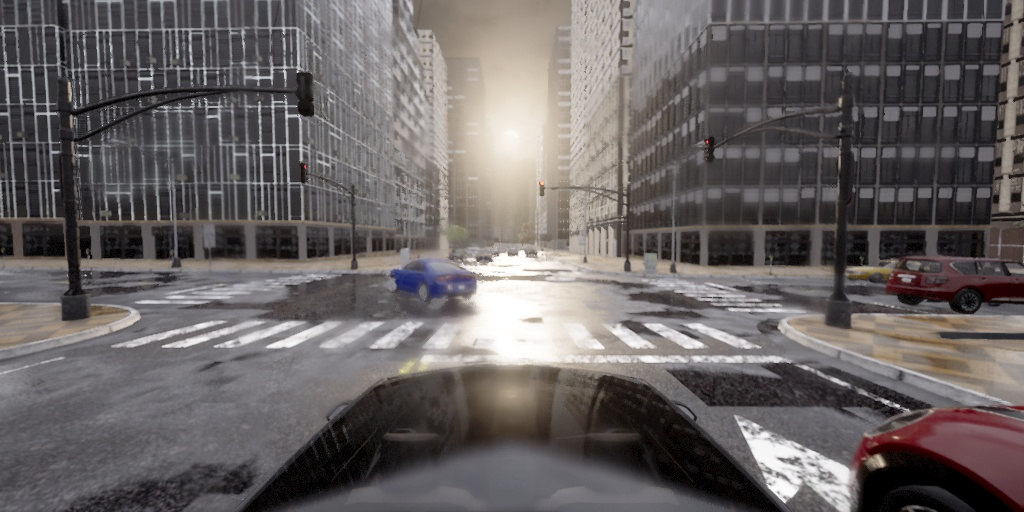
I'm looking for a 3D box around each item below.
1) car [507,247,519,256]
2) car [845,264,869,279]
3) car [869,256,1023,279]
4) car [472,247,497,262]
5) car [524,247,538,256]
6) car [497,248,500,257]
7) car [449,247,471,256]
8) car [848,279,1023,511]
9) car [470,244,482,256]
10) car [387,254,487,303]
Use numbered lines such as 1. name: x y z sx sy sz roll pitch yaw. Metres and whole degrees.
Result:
1. car: 0.203 -0.689 63.357 1.994 1.385 4.181 0 2 0
2. car: 21.863 0.818 20.834 4.829 1.417 1.751 0 0 1
3. car: 16.225 0.948 12.574 5.009 1.841 2.192 0 0 1
4. car: -3.205 -0.042 43.051 2.033 1.411 5.357 0 2 0
5. car: 3.453 -0.650 63.376 1.895 1.301 4.718 0 2 0
6. car: -3.094 -0.669 60.501 2.128 1.511 4.902 0 2 1
7. car: -6.449 -0.102 43.476 1.837 1.490 4.892 0 2 0
8. car: 3.254 1.145 0.431 2.097 1.767 4.553 0 2 0
9. car: -6.317 -0.993 62.084 2.150 2.045 5.566 0 2 1
10. car: -3.340 0.841 14.485 1.882 1.535 5.008 0 3 -39
